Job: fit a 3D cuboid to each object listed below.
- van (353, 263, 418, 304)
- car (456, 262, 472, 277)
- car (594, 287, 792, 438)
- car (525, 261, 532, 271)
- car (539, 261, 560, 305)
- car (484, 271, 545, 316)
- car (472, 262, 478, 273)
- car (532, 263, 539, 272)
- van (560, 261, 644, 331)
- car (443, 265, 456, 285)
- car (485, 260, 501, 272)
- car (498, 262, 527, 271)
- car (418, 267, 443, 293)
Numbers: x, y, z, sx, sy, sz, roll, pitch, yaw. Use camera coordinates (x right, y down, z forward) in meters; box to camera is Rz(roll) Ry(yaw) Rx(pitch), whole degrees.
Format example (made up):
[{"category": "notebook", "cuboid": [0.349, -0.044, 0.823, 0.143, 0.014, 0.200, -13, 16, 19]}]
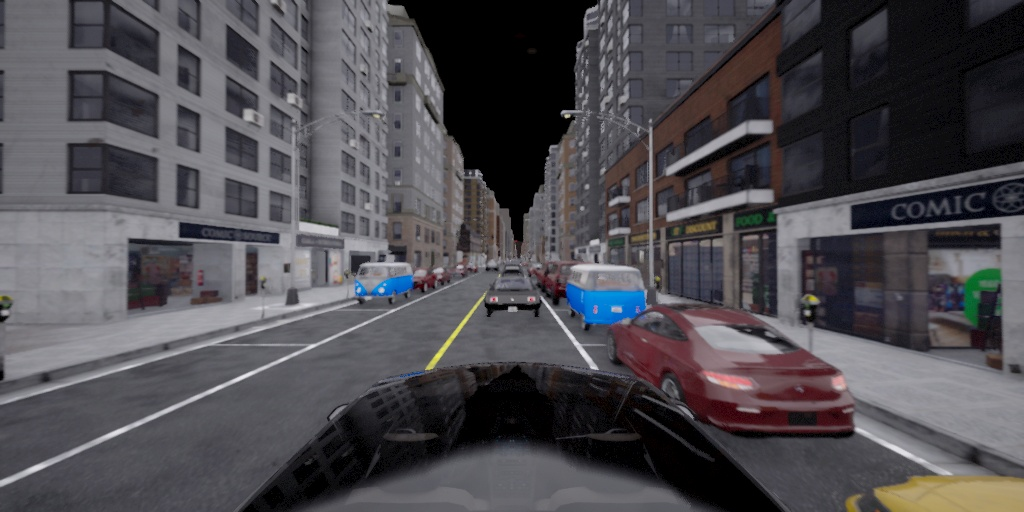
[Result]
[{"category": "van", "cuboid": [-5.853, 1.196, 16.692, 1.690, 1.789, 3.998, 0, 0, 0]}, {"category": "car", "cuboid": [-5.846, 1.623, 39.305, 1.802, 1.307, 4.207, 0, 0, 0]}, {"category": "car", "cuboid": [2.669, 1.358, 5.363, 1.802, 1.307, 4.207, 0, 0, 0]}, {"category": "car", "cuboid": [2.679, 1.481, 39.294, 1.967, 1.591, 4.097, 0, 0, 0]}, {"category": "car", "cuboid": [2.672, 1.170, 16.675, 2.192, 1.841, 5.009, 0, 0, 0]}, {"category": "car", "cuboid": [0.043, 1.436, 13.739, 1.895, 1.301, 4.718, 0, 0, 0]}, {"category": "car", "cuboid": [-5.843, 1.590, 50.615, 1.967, 1.591, 4.097, 0, 0, 0]}, {"category": "car", "cuboid": [2.674, 1.209, 22.331, 2.192, 1.841, 5.009, 0, 0, 0]}, {"category": "van", "cuboid": [2.671, 1.157, 11.018, 1.690, 1.789, 3.998, 0, 0, 0]}, {"category": "car", "cuboid": [-5.850, 1.519, 28.001, 1.802, 1.307, 4.207, 0, 0, 0]}, {"category": "car", "cuboid": [-3.039, 1.667, 54.654, 1.882, 1.535, 5.008, 0, -1, 1]}, {"category": "car", "cuboid": [0.052, 1.455, 29.391, 1.837, 1.490, 4.892, 0, 0, 0]}, {"category": "car", "cuboid": [-5.851, 1.440, 22.347, 1.888, 1.381, 4.507, 0, 0, 0]}]
